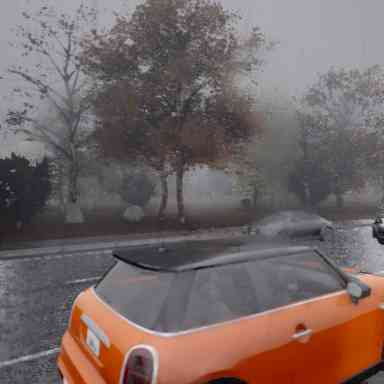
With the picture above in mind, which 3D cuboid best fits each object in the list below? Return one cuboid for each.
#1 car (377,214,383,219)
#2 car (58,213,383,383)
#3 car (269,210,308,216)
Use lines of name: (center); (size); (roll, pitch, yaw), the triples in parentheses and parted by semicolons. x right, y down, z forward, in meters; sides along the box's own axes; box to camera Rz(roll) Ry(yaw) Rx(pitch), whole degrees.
car: (10.038, 1.198, 13.847); (5.566, 2.045, 2.150); (0, 0, -27)
car: (0.881, 1.340, 4.135); (4.553, 1.767, 2.097); (0, 0, -34)
car: (4.250, 1.524, 14.649); (4.181, 1.385, 1.994); (0, 0, -29)
